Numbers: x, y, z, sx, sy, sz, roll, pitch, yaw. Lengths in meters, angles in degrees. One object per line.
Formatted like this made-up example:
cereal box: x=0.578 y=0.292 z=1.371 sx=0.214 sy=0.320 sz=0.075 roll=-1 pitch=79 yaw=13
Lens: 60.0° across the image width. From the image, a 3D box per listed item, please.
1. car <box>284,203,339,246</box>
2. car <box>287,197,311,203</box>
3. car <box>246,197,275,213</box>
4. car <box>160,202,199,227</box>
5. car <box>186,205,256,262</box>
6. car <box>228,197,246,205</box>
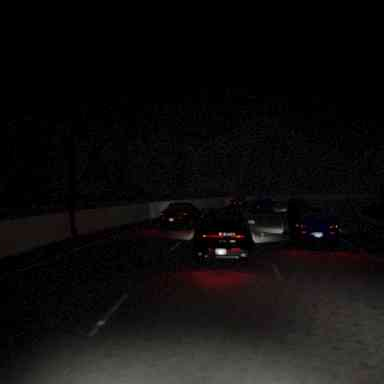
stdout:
car: x=5.192 y=1.428 z=14.844 sx=1.812 sy=1.442 sz=4.674 roll=0 pitch=0 yaw=10
car: x=10.191 y=1.294 z=31.887 sx=1.837 sy=1.490 sz=4.892 roll=0 pitch=0 yaw=22
car: x=7.171 y=1.246 z=33.744 sx=1.882 sy=1.535 sz=5.008 roll=0 pitch=0 yaw=22
car: x=-0.630 y=1.369 z=20.992 sx=1.812 sy=1.442 sz=4.674 roll=0 pitch=0 yaw=13
car: x=1.157 y=1.420 z=11.799 sx=1.837 sy=1.490 sz=4.892 roll=0 pitch=0 yaw=8
car: x=5.953 y=1.269 z=39.706 sx=2.033 sy=1.411 sz=5.357 roll=0 pitch=0 yaw=26
